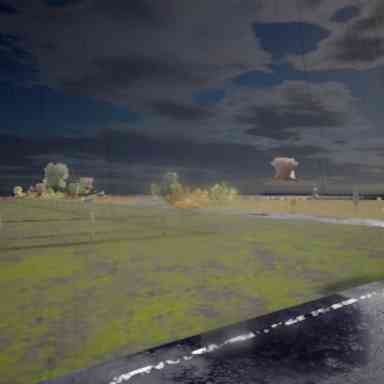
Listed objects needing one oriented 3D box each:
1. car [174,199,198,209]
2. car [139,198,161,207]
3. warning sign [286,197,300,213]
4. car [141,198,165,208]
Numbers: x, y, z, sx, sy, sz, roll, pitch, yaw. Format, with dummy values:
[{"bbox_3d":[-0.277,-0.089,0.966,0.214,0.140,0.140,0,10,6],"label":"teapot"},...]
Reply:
[{"bbox_3d":[-0.974,1.900,53.469,1.882,1.535,5.008,1,0,-34],"label":"car"},{"bbox_3d":[-8.065,1.943,63.523,1.882,1.535,5.008,1,-1,-35],"label":"car"},{"bbox_3d":[11.946,1.503,39.293,1.300,1.860,1.060,1,0,-35],"label":"warning sign"},{"bbox_3d":[-6.469,2.015,56.436,1.895,1.301,4.718,1,-1,-35],"label":"car"}]
